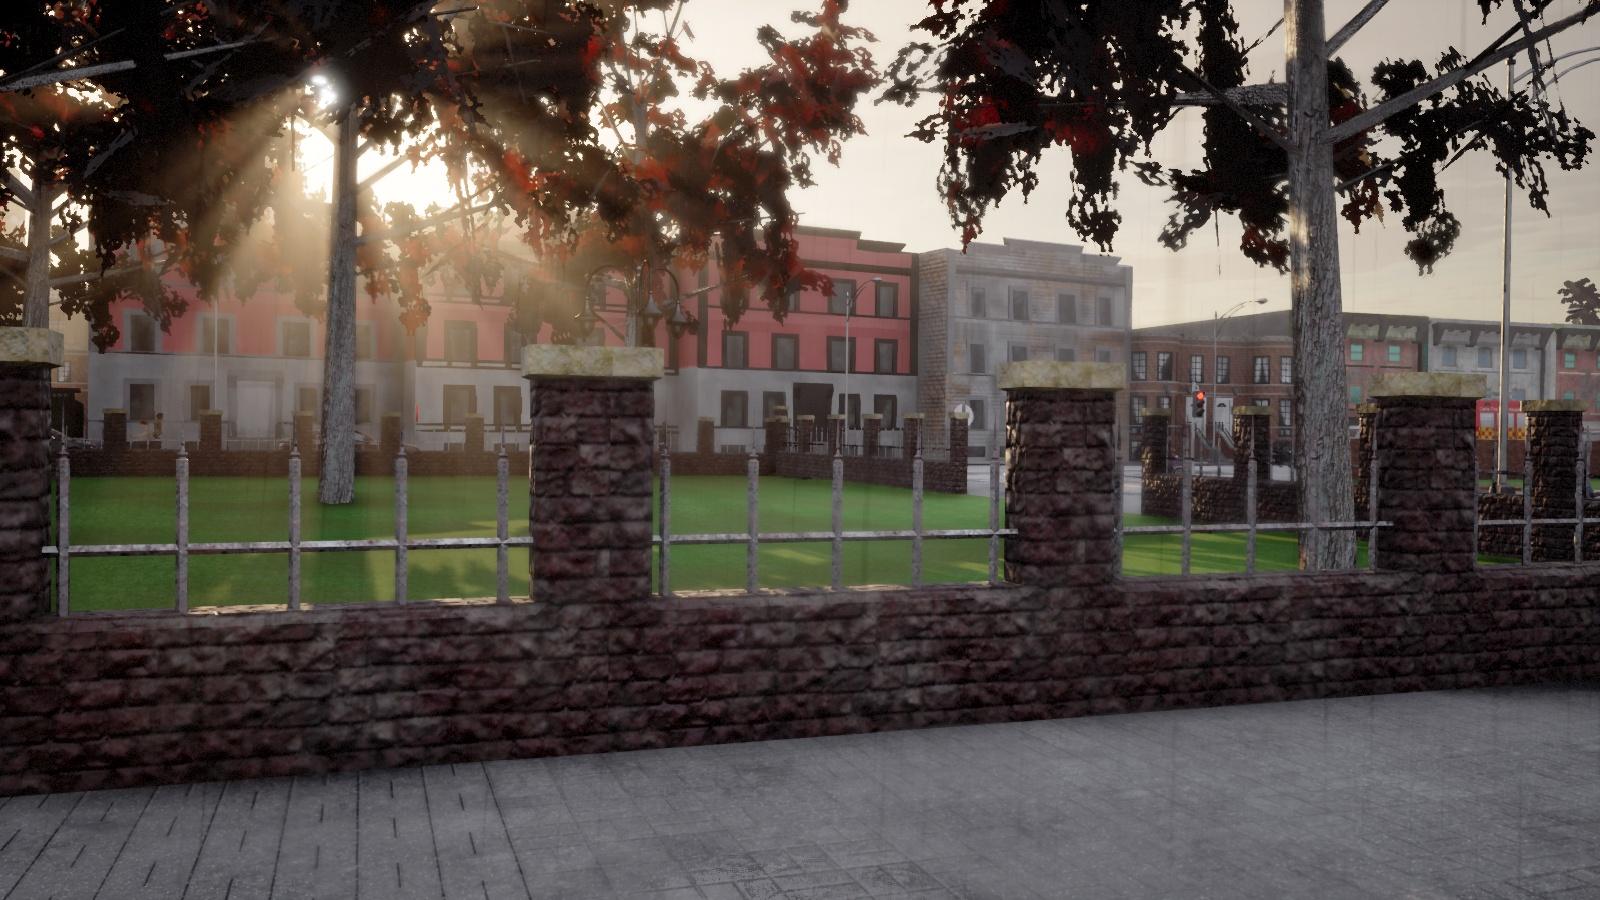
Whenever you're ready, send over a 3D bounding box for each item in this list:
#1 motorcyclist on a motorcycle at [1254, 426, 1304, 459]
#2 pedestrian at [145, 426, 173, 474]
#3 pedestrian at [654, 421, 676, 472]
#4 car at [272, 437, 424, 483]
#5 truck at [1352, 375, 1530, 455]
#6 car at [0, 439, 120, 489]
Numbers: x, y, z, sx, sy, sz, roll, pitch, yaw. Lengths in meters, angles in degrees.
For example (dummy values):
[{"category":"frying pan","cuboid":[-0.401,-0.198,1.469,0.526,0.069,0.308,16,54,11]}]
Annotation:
[{"category":"motorcyclist on a motorcycle","cuboid":[22.729,-0.382,59.617,2.191,1.530,0.866,-1,1,-19]},{"category":"pedestrian","cuboid":[-24.222,-0.003,47.460,0.869,1.805,0.328,-1,1,-17]},{"category":"pedestrian","cuboid":[-5.160,-0.137,47.954,0.423,1.949,0.788,-1,1,-40]},{"category":"car","cuboid":[-15.118,0.301,42.160,4.674,1.442,1.812,-1,1,-19]},{"category":"truck","cuboid":[32.092,-1.736,62.869,8.468,3.827,2.891,-1,1,-19]},{"category":"car","cuboid":[-24.059,0.428,39.022,4.892,1.490,1.837,-1,1,-19]}]
